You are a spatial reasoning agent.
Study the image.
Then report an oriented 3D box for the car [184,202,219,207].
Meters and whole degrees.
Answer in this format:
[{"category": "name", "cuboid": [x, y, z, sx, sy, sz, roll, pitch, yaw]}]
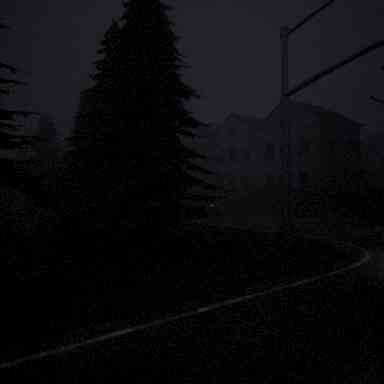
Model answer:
[{"category": "car", "cuboid": [0.646, 1.226, 31.139, 1.994, 1.385, 4.181, -1, 1, -35]}]
